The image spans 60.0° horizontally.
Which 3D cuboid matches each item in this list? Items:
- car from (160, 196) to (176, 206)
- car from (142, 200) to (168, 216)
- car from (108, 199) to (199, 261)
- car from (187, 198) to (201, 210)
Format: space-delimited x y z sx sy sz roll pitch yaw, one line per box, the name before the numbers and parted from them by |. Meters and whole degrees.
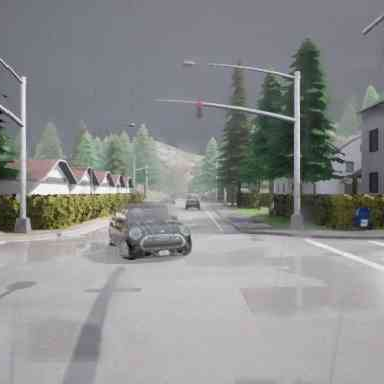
car | -3.500 1.286 49.568 1.994 1.385 4.181 0 0 0
car | -3.595 1.558 33.527 2.033 1.411 5.357 0 0 0
car | -1.716 1.258 12.100 2.097 1.767 4.553 -1 0 -23
car | 0.100 1.519 43.289 1.837 1.490 4.892 0 0 0
